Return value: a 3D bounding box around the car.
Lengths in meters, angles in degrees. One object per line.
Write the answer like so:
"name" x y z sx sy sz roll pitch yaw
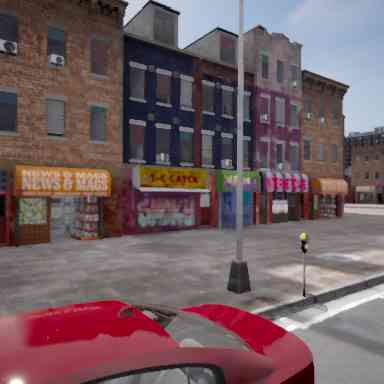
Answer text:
"car" -1.094 1.542 2.021 4.507 1.381 1.887 0 1 -35
